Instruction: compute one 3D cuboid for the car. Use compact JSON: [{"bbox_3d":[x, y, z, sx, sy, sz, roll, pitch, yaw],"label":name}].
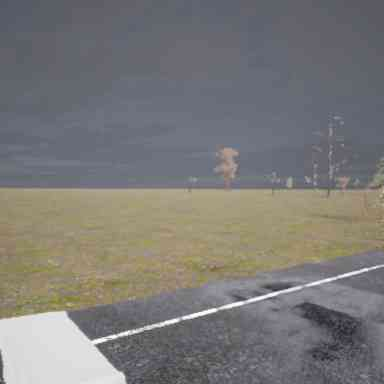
[{"bbox_3d":[-2.895,1.602,1.931,4.718,1.301,1.895,0,0,-35],"label":"car"}]
